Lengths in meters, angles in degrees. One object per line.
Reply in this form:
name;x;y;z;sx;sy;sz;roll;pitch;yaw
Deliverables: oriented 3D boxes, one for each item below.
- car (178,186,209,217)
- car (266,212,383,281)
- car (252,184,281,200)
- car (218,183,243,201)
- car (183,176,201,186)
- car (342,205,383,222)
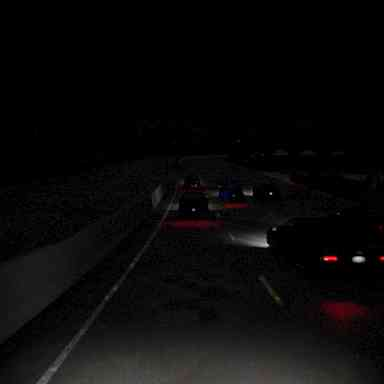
car;0.091;0.720;22.334;1.882;1.535;5.008;0;5;0
car;3.603;1.444;9.704;2.033;1.411;5.357;0;1;0
car;7.051;-0.117;31.738;1.994;1.385;4.181;0;7;0
car;3.555;-0.106;30.890;1.882;1.535;5.008;0;6;0
car;0.003;-1.192;39.459;2.128;1.511;4.902;0;7;0
car;7.099;1.255;13.348;1.882;1.535;5.008;0;2;0
